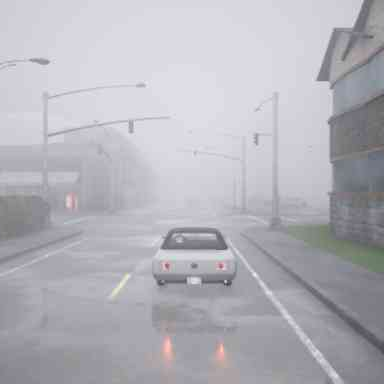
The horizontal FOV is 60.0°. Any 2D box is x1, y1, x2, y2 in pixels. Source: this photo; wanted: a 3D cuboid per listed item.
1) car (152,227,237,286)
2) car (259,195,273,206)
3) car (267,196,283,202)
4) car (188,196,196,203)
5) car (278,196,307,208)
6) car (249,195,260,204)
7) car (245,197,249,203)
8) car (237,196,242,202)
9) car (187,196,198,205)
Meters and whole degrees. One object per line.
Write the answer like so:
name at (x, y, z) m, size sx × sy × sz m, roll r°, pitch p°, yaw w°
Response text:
car at (0.066, 1.652, 9.469) m, size 1.895 × 1.301 × 4.718 m, roll 0°, pitch 0°, yaw 0°
car at (14.159, 1.459, 54.276) m, size 5.027 × 1.636 × 2.152 m, roll 0°, pitch 0°, yaw 0°
car at (21.298, 1.857, 85.579) m, size 3.806 × 1.475 × 1.970 m, roll 0°, pitch 0°, yaw 0°
car at (-0.008, 1.794, 82.115) m, size 2.097 × 1.767 × 4.553 m, roll 0°, pitch 0°, yaw 0°
car at (14.484, 1.504, 47.858) m, size 3.806 × 1.475 × 1.970 m, roll 0°, pitch 0°, yaw 0°
car at (14.157, 1.451, 67.070) m, size 3.866 × 1.878 × 1.905 m, roll 0°, pitch 0°, yaw 0°
car at (13.744, 1.487, 69.976) m, size 4.605 × 1.855 × 1.932 m, roll 0°, pitch 0°, yaw 0°
car at (13.877, 1.862, 88.558) m, size 3.633 × 1.501 × 1.845 m, roll 0°, pitch 0°, yaw 0°
car at (0.094, 1.722, 69.108) m, size 2.097 × 1.767 × 4.553 m, roll 0°, pitch 0°, yaw -1°
